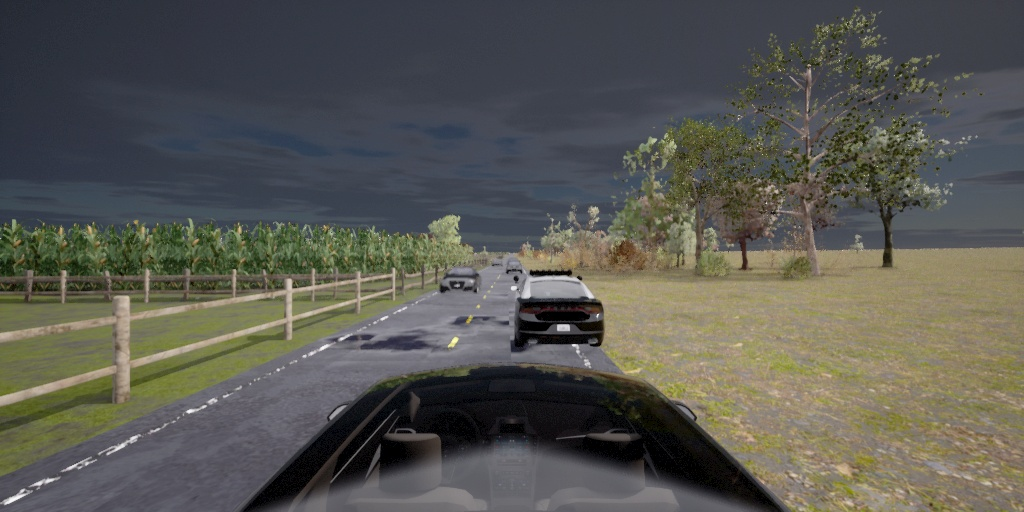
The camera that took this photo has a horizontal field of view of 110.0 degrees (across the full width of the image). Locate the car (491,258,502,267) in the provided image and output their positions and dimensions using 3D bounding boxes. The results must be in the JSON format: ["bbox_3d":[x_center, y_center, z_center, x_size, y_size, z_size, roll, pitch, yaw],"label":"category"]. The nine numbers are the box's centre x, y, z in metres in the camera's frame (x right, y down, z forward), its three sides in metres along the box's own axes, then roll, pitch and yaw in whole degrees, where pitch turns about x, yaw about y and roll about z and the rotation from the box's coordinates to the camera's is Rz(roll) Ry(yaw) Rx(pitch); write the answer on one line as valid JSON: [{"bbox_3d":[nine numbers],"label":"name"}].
[{"bbox_3d":[-2.557,1.179,62.193,1.837,1.490,4.892,0,0,1],"label":"car"}]

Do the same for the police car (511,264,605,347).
[{"bbox_3d":[0.998,1.172,9.454,1.930,1.638,5.238,0,0,0],"label":"police car"}]

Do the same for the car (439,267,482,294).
[{"bbox_3d":[-2.767,1.303,20.089,1.994,1.385,4.181,0,0,0],"label":"car"}]

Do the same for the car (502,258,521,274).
[{"bbox_3d":[0.267,1.263,41.209,2.033,1.411,5.357,0,0,0],"label":"car"}]
